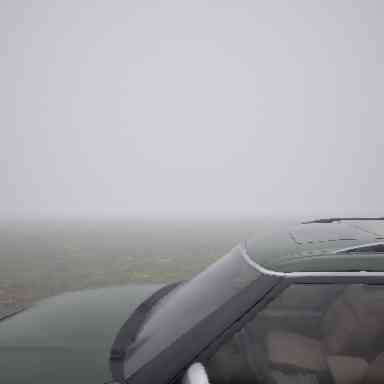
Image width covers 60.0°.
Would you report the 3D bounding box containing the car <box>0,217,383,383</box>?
[{"bbox_3d":[1.036,1.221,2.155,5.566,2.045,2.150,0,0,11],"label":"car"}]
